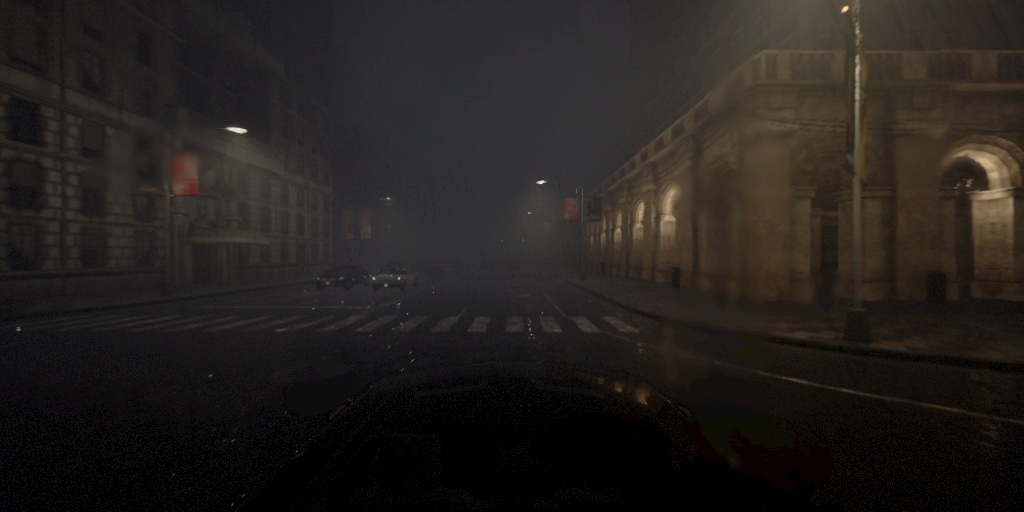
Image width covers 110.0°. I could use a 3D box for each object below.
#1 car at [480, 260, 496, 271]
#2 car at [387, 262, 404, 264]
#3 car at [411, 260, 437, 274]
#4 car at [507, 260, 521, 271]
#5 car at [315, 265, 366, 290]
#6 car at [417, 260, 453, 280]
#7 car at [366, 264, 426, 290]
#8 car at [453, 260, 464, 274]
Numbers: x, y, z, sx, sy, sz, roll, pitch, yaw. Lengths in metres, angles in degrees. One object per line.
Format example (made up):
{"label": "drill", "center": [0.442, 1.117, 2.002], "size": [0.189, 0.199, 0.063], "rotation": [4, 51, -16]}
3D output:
{"label": "car", "center": [-3.278, 1.253, 48.933], "size": [2.128, 1.511, 4.902], "rotation": [0, 0, 1]}
{"label": "car", "center": [-10.521, 1.282, 32.244], "size": [1.812, 1.442, 4.674], "rotation": [0, 0, 1]}
{"label": "car", "center": [-10.368, 1.264, 42.550], "size": [1.837, 1.490, 4.892], "rotation": [0, 0, 1]}
{"label": "car", "center": [0.234, 1.285, 49.560], "size": [1.812, 1.442, 4.674], "rotation": [0, 0, 1]}
{"label": "car", "center": [-10.591, 1.280, 22.939], "size": [1.812, 1.442, 4.674], "rotation": [0, 0, 0]}
{"label": "car", "center": [-7.019, 1.304, 32.269], "size": [2.033, 1.411, 5.357], "rotation": [0, 0, 1]}
{"label": "car", "center": [-7.095, 1.355, 22.418], "size": [1.895, 1.301, 4.718], "rotation": [0, 0, 0]}
{"label": "car", "center": [-6.869, 1.250, 42.430], "size": [2.128, 1.511, 4.902], "rotation": [0, 0, 1]}
